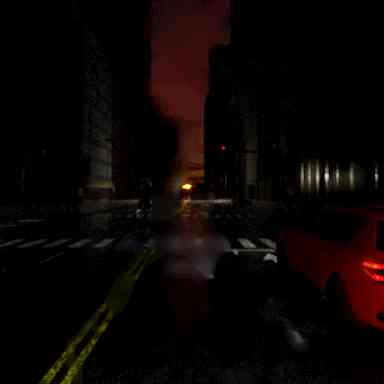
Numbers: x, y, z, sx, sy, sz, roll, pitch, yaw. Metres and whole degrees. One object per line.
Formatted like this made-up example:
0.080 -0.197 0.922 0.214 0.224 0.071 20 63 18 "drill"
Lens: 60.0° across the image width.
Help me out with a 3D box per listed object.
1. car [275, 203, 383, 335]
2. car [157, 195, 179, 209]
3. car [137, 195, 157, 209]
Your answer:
3.359 1.237 6.886 2.150 2.045 5.566 0 0 0 "car"
-3.270 1.581 46.340 1.882 1.535 5.008 0 0 0 "car"
-6.520 1.608 46.513 1.837 1.490 4.892 0 0 0 "car"
